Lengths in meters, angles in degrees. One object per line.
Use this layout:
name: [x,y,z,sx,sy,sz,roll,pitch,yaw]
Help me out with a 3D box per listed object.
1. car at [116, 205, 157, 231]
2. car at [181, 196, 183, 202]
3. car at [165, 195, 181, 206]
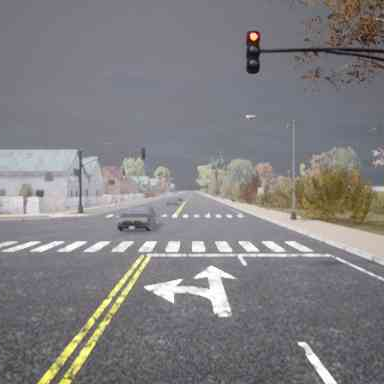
car: [-3.217,1.535,20.490,2.033,1.411,5.357,0,0,0]
car: [-3.120,1.420,76.034,2.033,1.411,5.357,0,0,0]
car: [-3.159,1.492,53.205,1.837,1.490,4.892,0,2,0]
